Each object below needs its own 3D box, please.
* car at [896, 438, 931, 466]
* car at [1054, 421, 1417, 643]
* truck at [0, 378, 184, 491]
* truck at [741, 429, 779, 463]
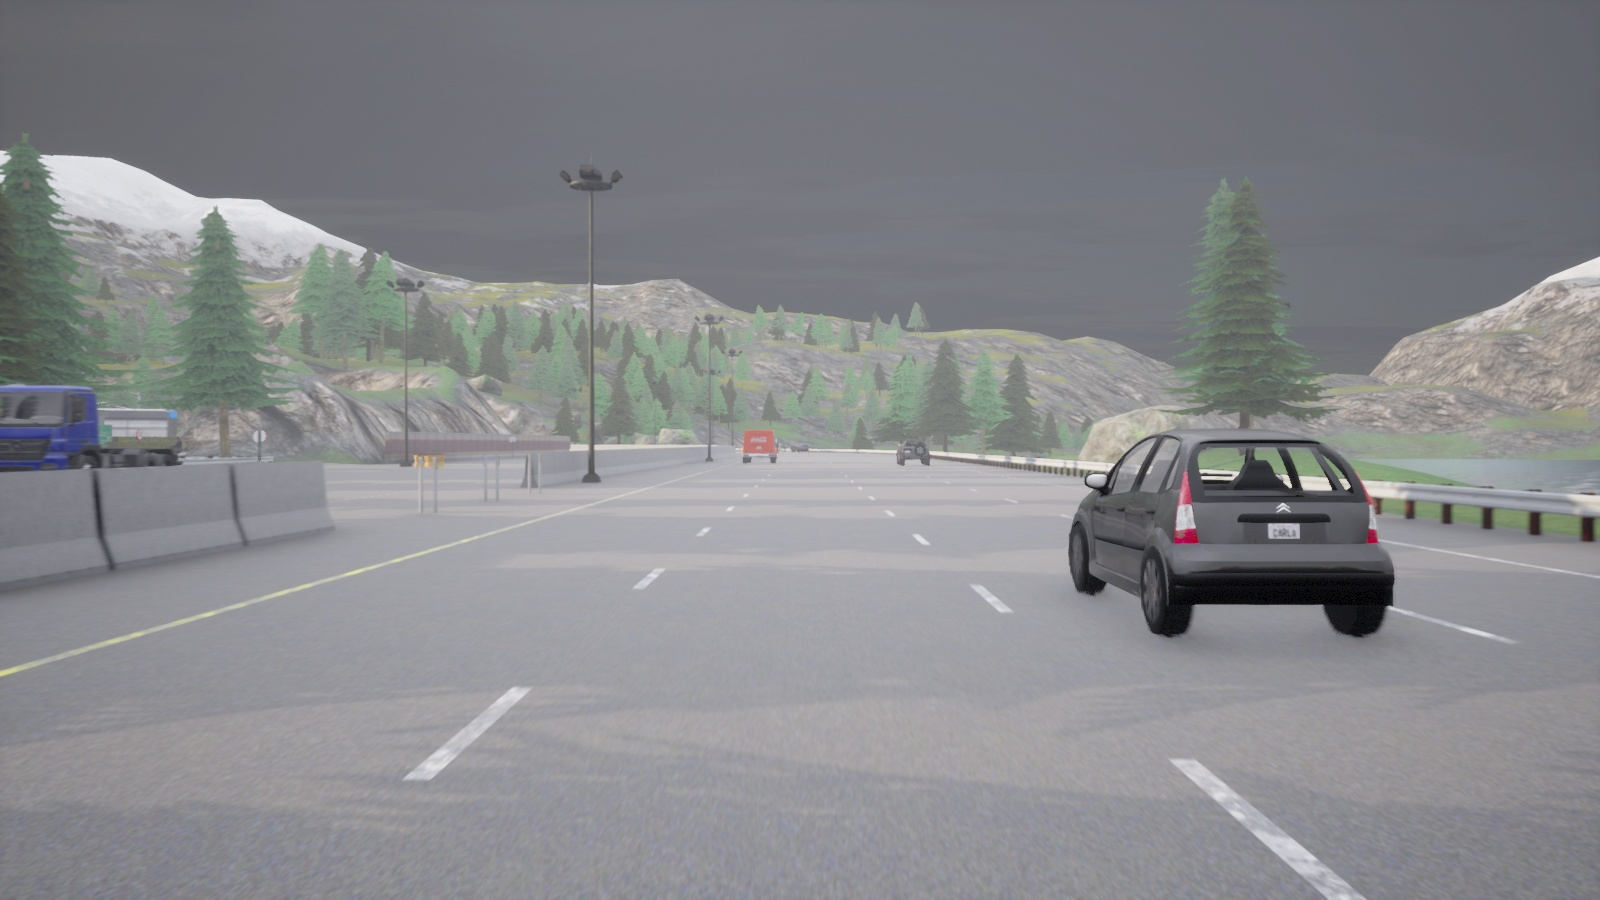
[{"bbox_3d":[7.456,0.115,82.938,1.932,1.855,4.605,0,0,0],"label":"car"},{"bbox_3d":[3.575,0.587,11.147,1.851,1.617,3.988,0,0,0],"label":"car"},{"bbox_3d":[-24.260,-0.488,42.484,2.891,3.462,7.936,0,0,0],"label":"truck"},{"bbox_3d":[-2.983,-0.263,94.114,2.627,2.467,5.204,0,0,0],"label":"truck"}]
